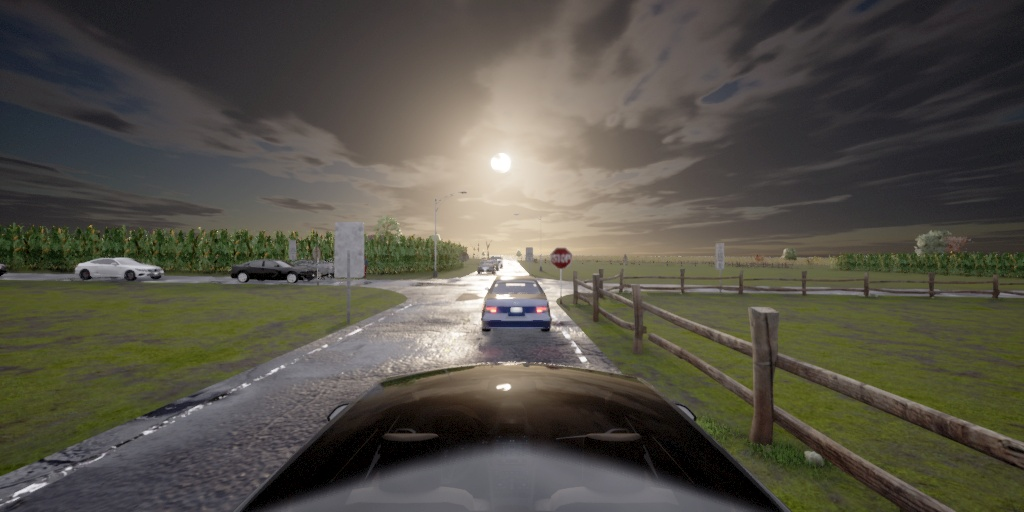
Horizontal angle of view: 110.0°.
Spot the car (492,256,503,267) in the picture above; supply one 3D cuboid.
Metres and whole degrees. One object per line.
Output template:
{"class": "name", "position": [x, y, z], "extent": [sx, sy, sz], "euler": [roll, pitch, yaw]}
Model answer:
{"class": "car", "position": [-2.770, 0.975, 63.113], "extent": [2.150, 2.045, 5.566], "euler": [0, 0, 1]}

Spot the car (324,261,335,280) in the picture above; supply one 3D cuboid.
{"class": "car", "position": [-15.245, 1.009, 26.454], "extent": [4.902, 1.511, 2.128], "euler": [1, -1, 1]}

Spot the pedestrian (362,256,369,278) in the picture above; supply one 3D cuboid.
{"class": "pedestrian", "position": [-12.163, 0.887, 29.567], "extent": [0.375, 1.860, 0.375], "euler": [0, -2, 0]}

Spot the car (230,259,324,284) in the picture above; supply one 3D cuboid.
{"class": "car", "position": [-15.602, 0.963, 23.614], "extent": [5.008, 1.535, 1.882], "euler": [1, -1, -1]}

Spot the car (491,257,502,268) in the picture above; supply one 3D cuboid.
{"class": "car", "position": [-2.816, 1.258, 51.454], "extent": [1.837, 1.490, 4.892], "euler": [0, 0, 0]}

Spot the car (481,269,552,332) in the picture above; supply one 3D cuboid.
{"class": "car", "position": [0.101, 1.298, 10.844], "extent": [2.033, 1.411, 5.357], "euler": [0, 0, 0]}

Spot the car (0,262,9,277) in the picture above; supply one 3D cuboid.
{"class": "car", "position": [-36.303, 0.611, 23.534], "extent": [4.902, 1.511, 2.128], "euler": [1, -1, 0]}

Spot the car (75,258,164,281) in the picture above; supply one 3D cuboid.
{"class": "car", "position": [-25.724, 0.832, 23.553], "extent": [4.674, 1.442, 1.812], "euler": [1, -1, 0]}

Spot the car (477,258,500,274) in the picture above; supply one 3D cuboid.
{"class": "car", "position": [-2.845, 1.244, 40.974], "extent": [2.128, 1.511, 4.902], "euler": [0, 0, 1]}
